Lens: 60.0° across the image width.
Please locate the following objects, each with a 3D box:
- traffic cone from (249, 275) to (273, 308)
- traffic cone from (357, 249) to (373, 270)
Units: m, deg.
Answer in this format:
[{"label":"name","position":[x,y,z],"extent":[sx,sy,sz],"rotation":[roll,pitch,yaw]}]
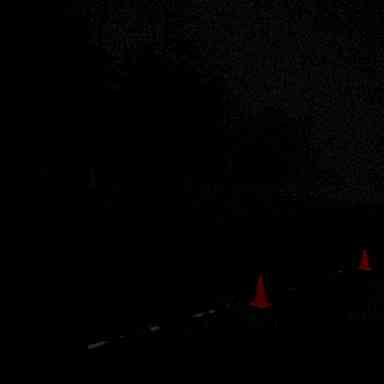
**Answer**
[{"label":"traffic cone","position":[1.384,1.969,6.692],"extent":[0.340,0.580,0.340],"rotation":[0,0,-39]},{"label":"traffic cone","position":[5.103,1.974,9.834],"extent":[0.340,0.580,0.340],"rotation":[0,0,-42]}]
